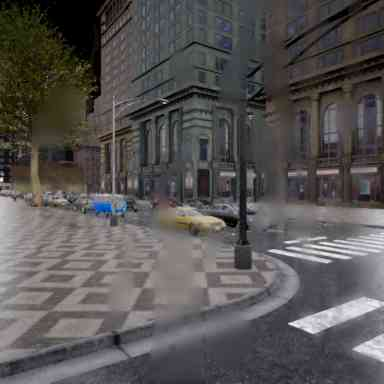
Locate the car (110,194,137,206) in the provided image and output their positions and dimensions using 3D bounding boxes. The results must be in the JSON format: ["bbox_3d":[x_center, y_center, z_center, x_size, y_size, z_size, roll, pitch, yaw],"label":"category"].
[{"bbox_3d":[-9.502,1.074,45.826,2.008,1.369,4.403,1,0,-35],"label":"car"}]

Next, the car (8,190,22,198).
[{"bbox_3d":[-35.905,0.483,68.429,1.967,1.590,4.097,1,0,-35],"label":"car"}]

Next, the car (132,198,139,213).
[{"bbox_3d":[-6.738,1.266,31.740,1.994,1.385,4.181,0,1,-35],"label":"car"}]

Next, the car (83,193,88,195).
[{"bbox_3d":[-15.984,0.910,55.001,2.008,1.369,4.403,1,0,-35],"label":"car"}]

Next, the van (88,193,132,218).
[{"bbox_3d":[-6.735,1.091,27.133,1.690,1.788,3.998,1,0,-35],"label":"van"}]

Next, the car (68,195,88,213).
[{"bbox_3d":[-9.978,1.230,31.722,2.008,1.369,4.403,1,0,-35],"label":"car"}]

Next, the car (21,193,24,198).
[{"bbox_3d":[-26.184,0.830,54.665,2.008,1.369,4.403,1,0,-35],"label":"car"}]

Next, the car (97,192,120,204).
[{"bbox_3d":[-12.741,0.881,50.414,1.967,1.590,4.097,1,0,-35],"label":"car"}]

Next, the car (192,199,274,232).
[{"bbox_3d":[2.387,1.370,18.808,2.128,1.511,4.902,0,1,-35],"label":"car"}]

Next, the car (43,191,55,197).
[{"bbox_3d":[-35.429,0.471,82.526,1.802,1.307,4.206,1,0,-35],"label":"car"}]

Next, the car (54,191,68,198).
[{"bbox_3d":[-28.947,0.587,73.351,1.887,1.381,4.507,1,0,-35],"label":"car"}]

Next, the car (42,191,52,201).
[{"bbox_3d":[-19.702,0.992,45.490,2.008,1.369,4.403,1,0,-35],"label":"car"}]

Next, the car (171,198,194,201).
[{"bbox_3d":[0.221,1.315,32.060,1.947,1.339,4.313,1,0,-35],"label":"car"}]

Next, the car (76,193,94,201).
[{"bbox_3d":[-19.225,0.861,59.589,1.802,1.307,4.206,1,0,-35],"label":"car"}]

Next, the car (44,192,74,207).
[{"bbox_3d":[-16.363,1.051,40.763,1.752,1.417,4.829,1,0,-35],"label":"car"}]

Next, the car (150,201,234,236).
[{"bbox_3d":[-0.155,1.398,17.813,1.752,1.417,4.829,1,0,-35],"label":"car"}]

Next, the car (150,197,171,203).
[{"bbox_3d":[-3.018,1.224,36.647,1.887,1.381,4.507,1,0,-35],"label":"car"}]

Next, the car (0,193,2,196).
[{"bbox_3d":[-45.630,0.254,82.194,1.967,1.590,4.097,1,0,-35],"label":"car"}]

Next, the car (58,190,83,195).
[{"bbox_3d":[-17.992,0.728,47.839,2.150,2.045,5.566,0,1,-35],"label":"car"}]

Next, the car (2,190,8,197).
[{"bbox_3d":[-42.388,0.330,77.605,1.967,1.590,4.097,1,0,-35],"label":"car"}]

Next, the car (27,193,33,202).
[{"bbox_3d":[-22.943,0.911,50.078,2.008,1.369,4.403,1,0,-35],"label":"car"}]
